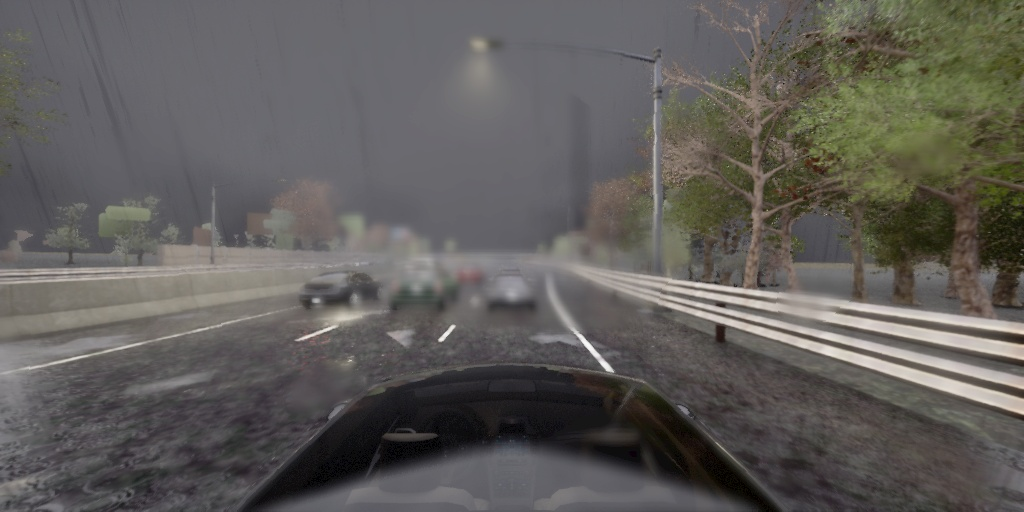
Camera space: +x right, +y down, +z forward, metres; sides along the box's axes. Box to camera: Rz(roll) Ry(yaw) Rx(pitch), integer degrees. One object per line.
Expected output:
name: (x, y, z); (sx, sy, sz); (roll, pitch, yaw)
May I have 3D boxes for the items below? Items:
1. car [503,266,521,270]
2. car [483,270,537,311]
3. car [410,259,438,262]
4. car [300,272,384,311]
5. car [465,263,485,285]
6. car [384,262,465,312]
car: (0.040, 1.555, 30.352); (2.128, 1.511, 4.902); (0, -1, 1)
car: (0.031, 1.460, 15.350); (1.994, 1.385, 4.181); (0, -1, 1)
car: (-6.974, 1.277, 29.438); (2.150, 2.045, 5.566); (0, 0, 0)
car: (-6.969, 1.403, 15.347); (1.837, 1.490, 4.892); (0, 0, 1)
car: (-3.460, 1.412, 30.267); (2.097, 1.767, 4.553); (0, -1, 1)
car: (-3.468, 1.246, 15.265); (2.097, 1.767, 4.553); (0, -1, 1)
